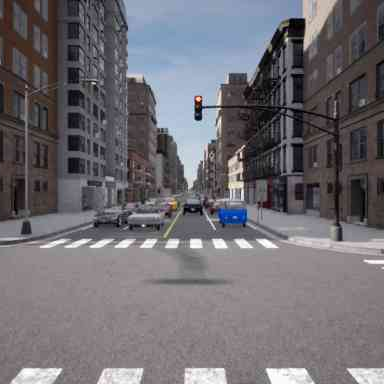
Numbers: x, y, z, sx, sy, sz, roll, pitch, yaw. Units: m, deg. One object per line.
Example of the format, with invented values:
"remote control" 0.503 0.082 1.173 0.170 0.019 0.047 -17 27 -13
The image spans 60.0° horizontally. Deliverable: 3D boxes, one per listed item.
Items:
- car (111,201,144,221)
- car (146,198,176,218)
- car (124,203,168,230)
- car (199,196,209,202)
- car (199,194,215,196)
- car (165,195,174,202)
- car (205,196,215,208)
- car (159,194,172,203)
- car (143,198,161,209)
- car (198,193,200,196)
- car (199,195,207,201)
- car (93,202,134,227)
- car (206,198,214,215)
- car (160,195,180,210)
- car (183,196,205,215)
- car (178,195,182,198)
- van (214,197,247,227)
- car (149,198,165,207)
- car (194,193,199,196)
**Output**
"car" -5.365 1.543 28.130 1.887 1.381 4.507 0 0 0
"car" -2.822 1.562 30.299 1.994 1.385 4.181 0 0 0
"car" -2.803 1.600 21.155 1.895 1.301 4.718 0 0 -1
"car" 2.696 1.524 73.582 2.008 1.369 4.403 0 0 0
"car" 2.678 1.305 50.857 2.192 1.841 5.009 0 0 0
"car" -5.324 1.410 79.266 1.967 1.590 4.097 0 0 0
"car" 2.674 1.576 45.176 1.802 1.307 4.206 0 0 0
"car" -5.333 1.293 67.903 2.192 1.841 5.009 0 0 0
"car" -5.352 1.520 45.006 1.752 1.417 4.829 0 0 0
"car" 2.687 1.422 62.219 1.967 1.590 4.097 0 0 0
"car" 2.706 1.531 84.945 1.947 1.339 4.313 0 0 0
"car" -5.370 1.550 22.448 2.008 1.369 4.403 0 0 0
"car" 2.664 1.580 33.813 1.802 1.307 4.206 0 0 0
"car" -2.811 1.474 39.946 1.882 1.535 5.008 0 0 0
"car" 0.106 1.476 34.292 1.882 1.535 5.008 0 0 1
"car" -2.770 1.592 50.051 1.895 1.301 4.718 0 0 0
"van" 2.655 1.340 22.450 1.690 1.788 3.998 0 0 0
"car" -5.347 1.556 50.858 1.947 1.339 4.313 0 0 0
"car" 0.148 1.475 62.342 2.128 1.511 4.902 0 0 0
